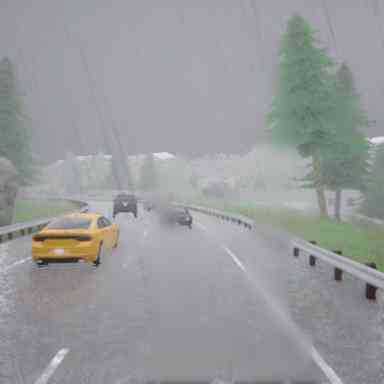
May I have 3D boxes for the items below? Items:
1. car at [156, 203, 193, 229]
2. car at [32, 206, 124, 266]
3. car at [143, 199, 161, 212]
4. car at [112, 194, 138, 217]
[{"bbox_3d":[-1.140,1.602,21.536,1.895,1.301,4.718,0,0,-7],"label":"car"},{"bbox_3d":[-3.794,1.483,11.639,1.882,1.535,5.008,0,0,-3],"label":"car"},{"bbox_3d":[-4.622,1.554,39.276,2.033,1.411,5.357,0,0,-16],"label":"car"},{"bbox_3d":[-6.406,1.230,31.833,2.150,2.045,5.566,0,0,-12],"label":"car"}]
